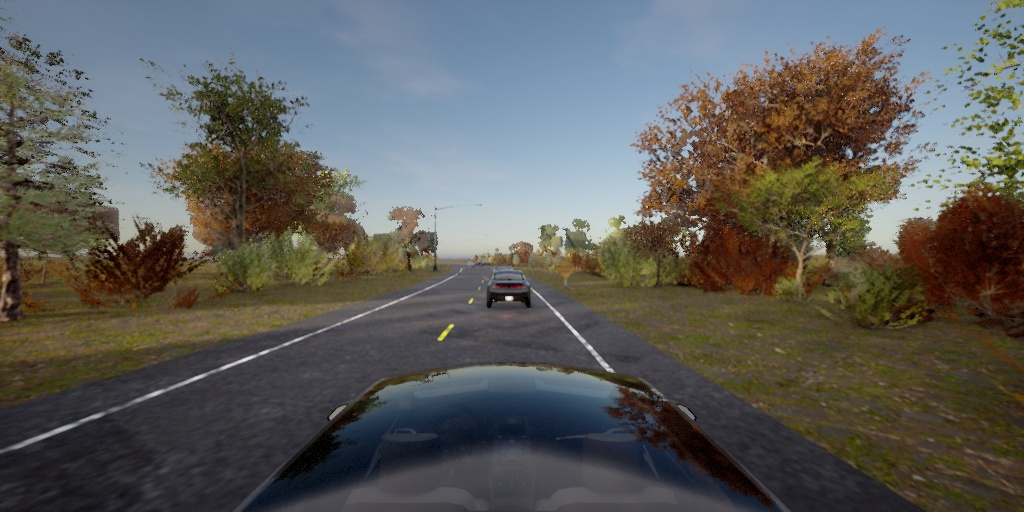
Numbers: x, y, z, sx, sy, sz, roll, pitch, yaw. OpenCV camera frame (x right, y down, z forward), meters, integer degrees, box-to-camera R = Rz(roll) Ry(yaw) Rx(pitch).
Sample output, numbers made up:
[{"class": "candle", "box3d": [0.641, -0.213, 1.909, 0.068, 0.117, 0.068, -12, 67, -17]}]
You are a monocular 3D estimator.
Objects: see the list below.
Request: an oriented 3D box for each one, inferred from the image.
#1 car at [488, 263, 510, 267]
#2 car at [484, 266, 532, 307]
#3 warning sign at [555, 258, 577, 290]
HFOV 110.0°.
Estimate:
[{"class": "car", "box3d": [-0.795, 1.508, 31.277, 2.128, 1.511, 4.902, 0, 0, -3]}, {"class": "car", "box3d": [-0.168, 1.391, 16.258, 1.837, 1.490, 4.892, 0, 0, -1]}, {"class": "warning sign", "box3d": [3.213, 1.044, 21.498, 1.300, 1.860, 1.060, 0, 0, -2]}]
